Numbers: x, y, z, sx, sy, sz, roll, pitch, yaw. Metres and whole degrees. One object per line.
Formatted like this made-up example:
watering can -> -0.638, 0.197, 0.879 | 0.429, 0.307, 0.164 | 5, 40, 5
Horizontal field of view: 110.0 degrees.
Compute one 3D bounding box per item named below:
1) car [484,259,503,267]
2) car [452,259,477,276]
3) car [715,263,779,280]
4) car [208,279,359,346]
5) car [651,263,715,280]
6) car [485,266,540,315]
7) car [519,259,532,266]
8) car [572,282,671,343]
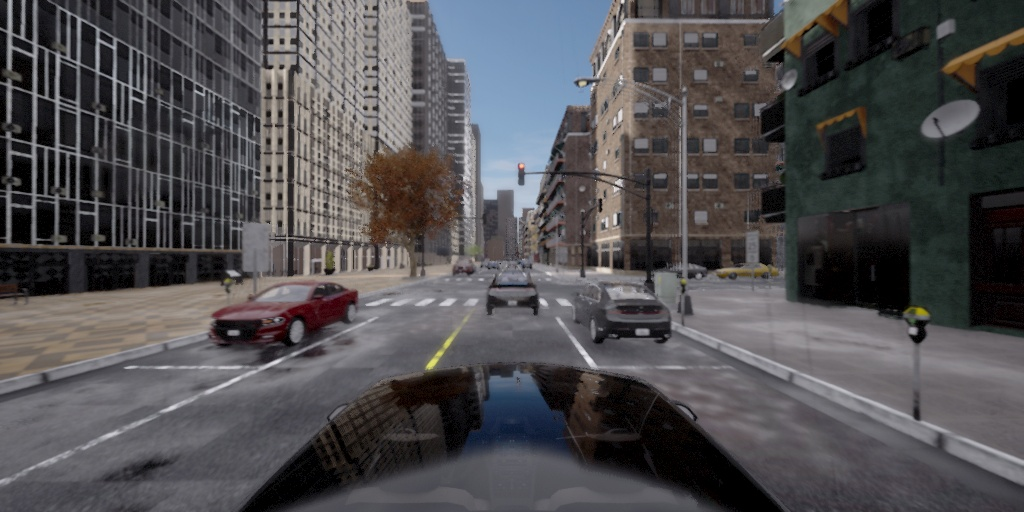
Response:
car -> -3.045, 1.676, 59.717 | 1.994, 1.385, 4.181 | 0, 0, 1
car -> -5.682, 1.310, 41.963 | 2.192, 1.841, 5.009 | 0, 0, 0
car -> 18.838, 1.148, 29.042 | 4.829, 1.417, 1.751 | 0, 0, -1
car -> -5.690, 1.340, 9.576 | 1.888, 1.381, 4.507 | 0, 0, 0
car -> 13.441, 1.251, 28.988 | 4.403, 1.370, 2.007 | 0, 0, -1
car -> 0.042, 1.311, 13.866 | 2.128, 1.511, 4.902 | 0, 0, 1
car -> 2.704, 1.707, 64.051 | 1.948, 1.339, 4.313 | 0, 0, 0
car -> 2.690, 1.345, 9.574 | 2.007, 1.370, 4.403 | 0, 0, 0
